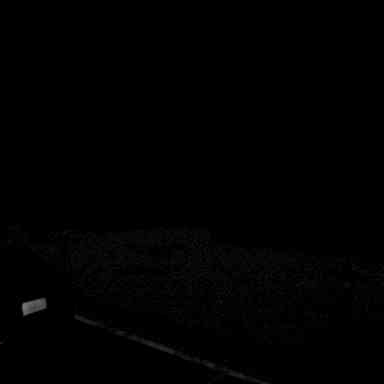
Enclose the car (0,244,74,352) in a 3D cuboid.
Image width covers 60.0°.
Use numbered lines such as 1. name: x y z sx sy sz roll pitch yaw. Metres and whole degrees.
1. car: -3.799 1.570 5.675 4.313 1.339 1.947 0 0 36
